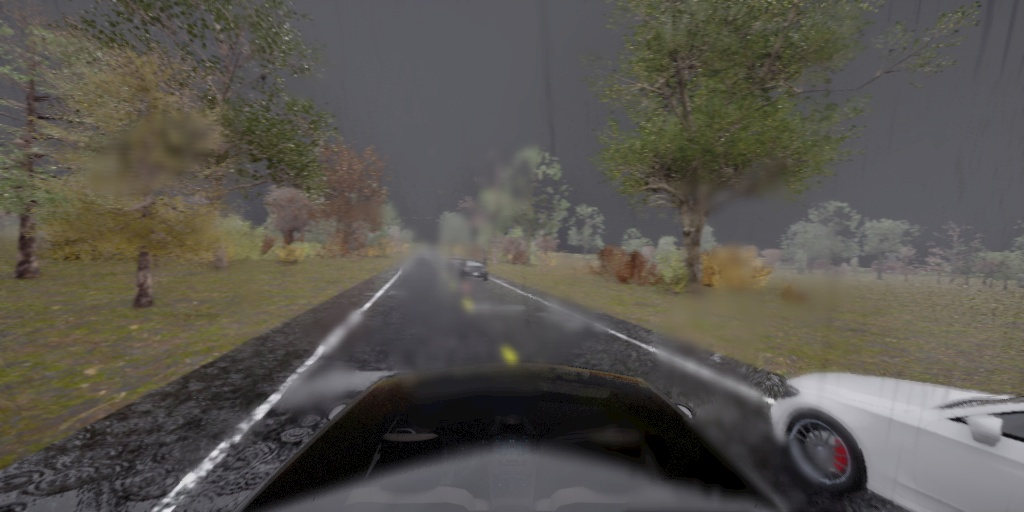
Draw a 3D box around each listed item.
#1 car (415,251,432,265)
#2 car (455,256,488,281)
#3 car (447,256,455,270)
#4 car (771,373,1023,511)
[{"bbox_3d":[-11.666,0.200,47.319,2.097,1.767,4.553,3,0,-14],"label":"car"},{"bbox_3d":[-2.904,1.000,26.497,1.812,1.442,4.674,3,0,-13],"label":"car"},{"bbox_3d":[-6.029,0.718,39.149,2.128,1.511,4.902,3,0,-13],"label":"car"},{"bbox_3d":[4.117,1.519,2.051,1.812,1.442,4.674,3,0,-14],"label":"car"}]
